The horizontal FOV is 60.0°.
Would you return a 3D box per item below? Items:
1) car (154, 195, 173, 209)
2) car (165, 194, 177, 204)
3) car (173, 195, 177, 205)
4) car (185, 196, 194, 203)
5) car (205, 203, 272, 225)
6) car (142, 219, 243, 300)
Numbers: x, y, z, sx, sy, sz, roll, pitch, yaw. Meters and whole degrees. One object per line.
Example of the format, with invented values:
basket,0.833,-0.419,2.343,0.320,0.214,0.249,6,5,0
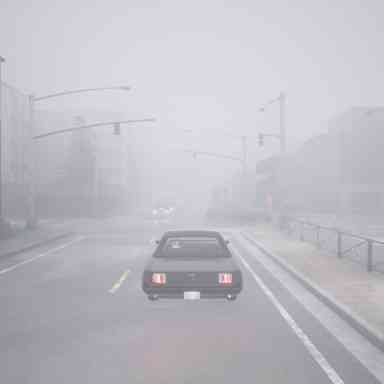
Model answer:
car,-3.905,1.505,44.310,1.837,1.490,4.892,0,0,0
car,-3.992,1.352,63.744,2.097,1.767,4.553,0,0,0
car,-3.962,1.601,53.575,1.895,1.301,4.718,0,0,0
car,-0.461,1.491,66.584,2.128,1.511,4.902,0,0,0
car,3.441,1.593,24.635,4.902,1.511,2.128,1,0,0
car,0.009,1.601,8.302,1.895,1.301,4.718,0,0,0
